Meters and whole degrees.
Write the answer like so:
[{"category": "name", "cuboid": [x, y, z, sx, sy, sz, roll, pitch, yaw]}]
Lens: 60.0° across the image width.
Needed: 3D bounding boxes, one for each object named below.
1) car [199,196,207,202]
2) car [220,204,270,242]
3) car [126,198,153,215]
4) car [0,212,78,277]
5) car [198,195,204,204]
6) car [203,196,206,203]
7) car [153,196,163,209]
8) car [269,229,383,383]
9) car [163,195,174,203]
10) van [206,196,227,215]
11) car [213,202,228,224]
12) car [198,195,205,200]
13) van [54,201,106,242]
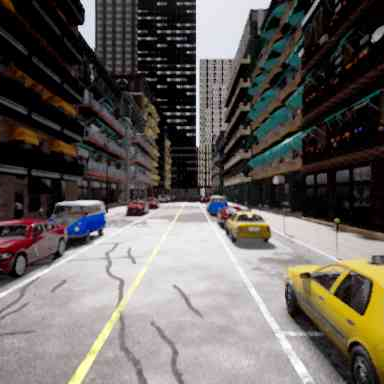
[{"category": "car", "cuboid": [2.552, 1.536, 78.458, 1.802, 1.307, 4.206, 0, 0, 0]}, {"category": "car", "cuboid": [2.568, 1.501, 16.040, 1.752, 1.417, 4.829, 0, 0, 0]}, {"category": "car", "cuboid": [-5.317, 1.506, 32.929, 1.887, 1.381, 4.507, 0, 0, 0]}, {"category": "car", "cuboid": [-5.311, 1.528, 10.170, 1.887, 1.381, 4.507, 1, 0, 0]}, {"category": "car", "cuboid": [2.557, 1.389, 61.388, 1.967, 1.590, 4.097, 0, 0, 0]}, {"category": "car", "cuboid": [2.562, 1.482, 38.800, 1.752, 1.417, 4.829, 0, 0, 0]}, {"category": "car", "cuboid": [-5.319, 1.498, 44.309, 1.887, 1.381, 4.507, 0, 0, 0]}, {"category": "car", "cuboid": [2.571, 1.517, 4.662, 1.752, 1.417, 4.829, 0, 0, 0]}, {"category": "car", "cuboid": [-5.324, 1.390, 67.068, 1.967, 1.590, 4.097, 0, 0, 0]}, {"category": "van", "cuboid": [2.565, 1.302, 32.940, 1.690, 1.788, 3.998, 0, 0, 0]}, {"category": "car", "cuboid": [2.566, 1.552, 21.560, 1.802, 1.307, 4.206, 0, 0, 0]}, {"category": "car", "cuboid": [2.549, 1.545, 89.836, 1.802, 1.307, 4.206, 0, 0, 0]}, {"category": "van", "cuboid": [-5.310, 1.317, 15.858, 1.690, 1.788, 3.998, 1, 0, 0]}]
